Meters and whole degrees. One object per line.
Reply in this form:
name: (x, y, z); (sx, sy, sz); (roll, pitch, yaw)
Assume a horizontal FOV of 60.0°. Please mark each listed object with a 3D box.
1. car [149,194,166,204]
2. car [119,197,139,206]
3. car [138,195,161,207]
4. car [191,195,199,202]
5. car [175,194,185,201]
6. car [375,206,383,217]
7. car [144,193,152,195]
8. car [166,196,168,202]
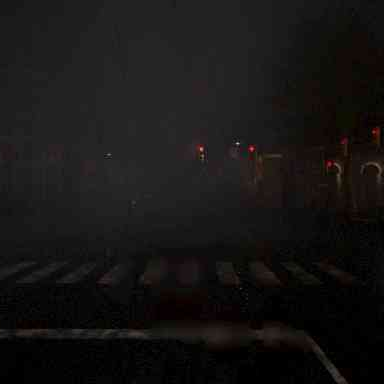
car: (-6.594, 1.526, 63.133); (1.812, 1.442, 4.674); (0, 0, 1)
car: (-10.196, 1.548, 53.360); (2.033, 1.411, 5.357); (0, 0, 1)
car: (-6.700, 1.548, 53.202); (2.033, 1.411, 5.357); (0, 0, 1)
car: (0.727, 1.450, 78.623); (2.128, 1.511, 4.902); (0, 0, 1)
car: (-2.773, 1.279, 78.653); (2.097, 1.767, 4.553); (0, 0, 1)
car: (18.598, 1.526, 29.196); (4.674, 1.442, 1.812); (0, 0, 1)
car: (-9.863, 1.225, 73.596); (2.150, 2.045, 5.566); (0, 0, 1)
car: (-6.365, 1.595, 73.442); (1.895, 1.301, 4.718); (0, 0, 1)
